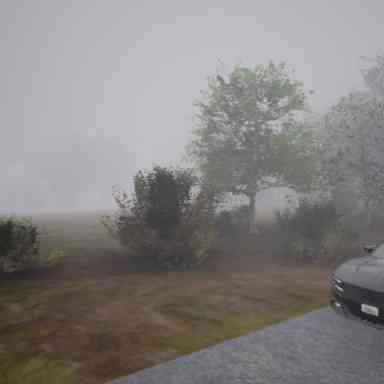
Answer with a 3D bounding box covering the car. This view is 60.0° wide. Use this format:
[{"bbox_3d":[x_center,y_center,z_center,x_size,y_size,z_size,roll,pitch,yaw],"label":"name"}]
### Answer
[{"bbox_3d":[4.682,1.495,6.421,5.008,1.535,1.882,0,0,-36],"label":"car"}]
